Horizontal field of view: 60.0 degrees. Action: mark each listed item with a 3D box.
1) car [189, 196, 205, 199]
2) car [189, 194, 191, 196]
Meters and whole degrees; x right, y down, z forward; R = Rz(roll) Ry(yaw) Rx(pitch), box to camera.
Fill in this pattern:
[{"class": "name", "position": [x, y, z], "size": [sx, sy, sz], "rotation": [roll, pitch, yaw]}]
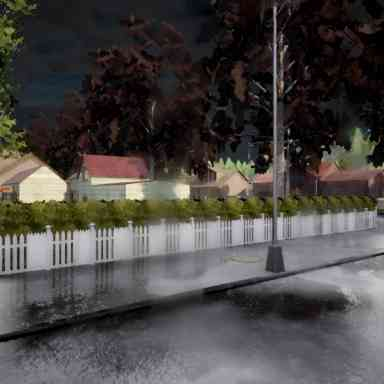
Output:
[{"class": "car", "position": [1.704, 1.564, 44.908], "size": [1.994, 1.385, 4.181], "rotation": [0, 0, -36]}, {"class": "car", "position": [-2.188, 1.221, 57.477], "size": [2.150, 2.045, 5.566], "rotation": [0, 0, -35]}]
